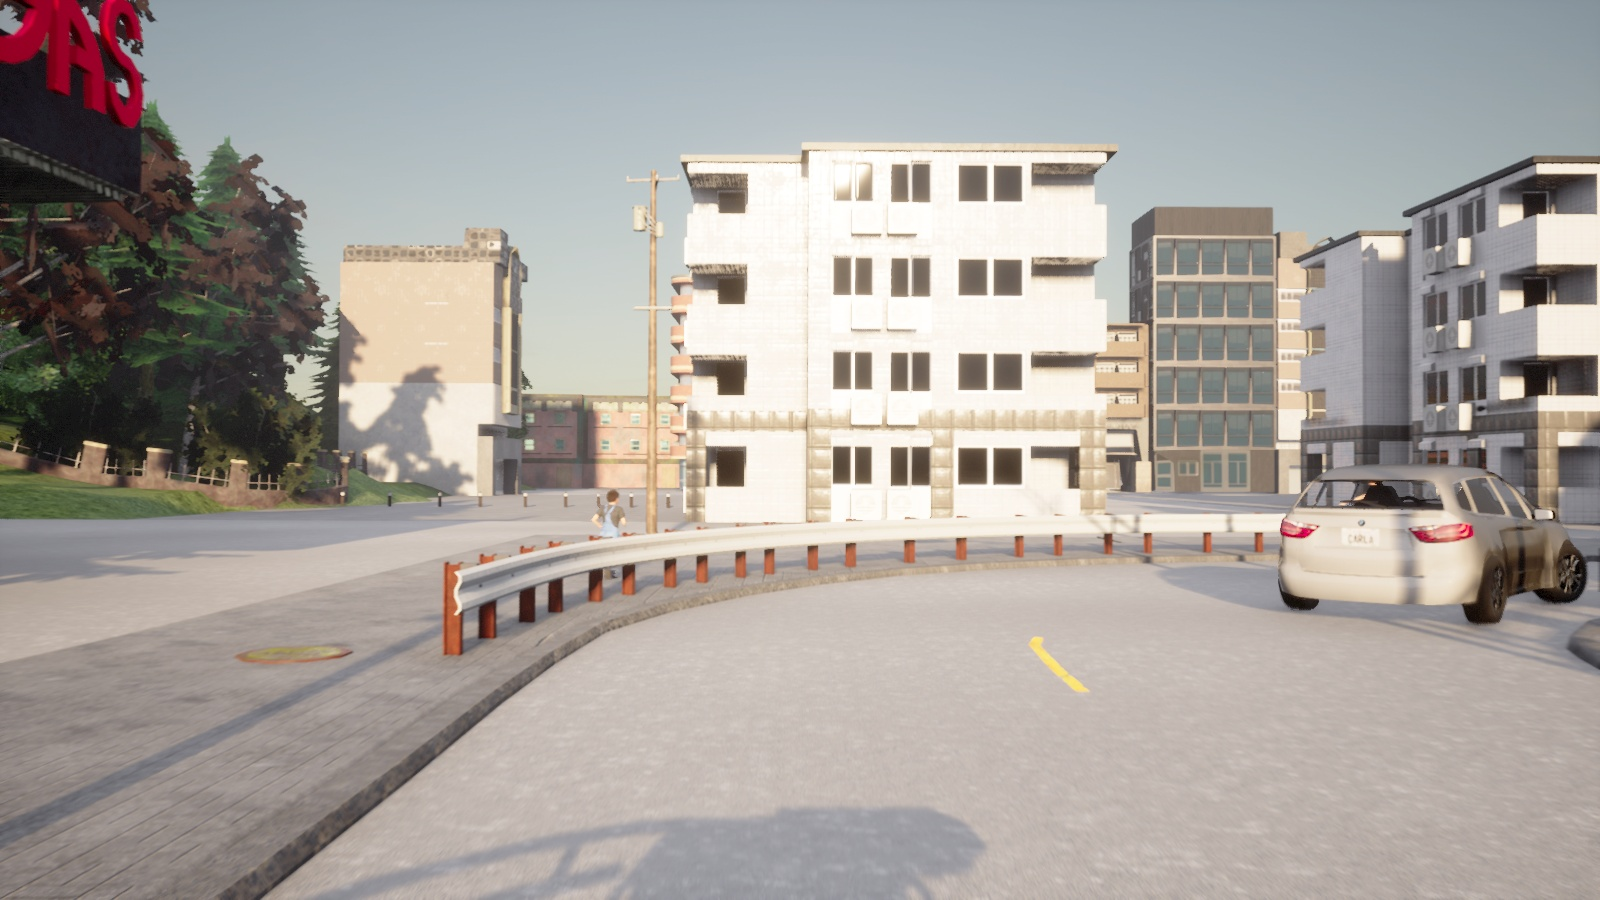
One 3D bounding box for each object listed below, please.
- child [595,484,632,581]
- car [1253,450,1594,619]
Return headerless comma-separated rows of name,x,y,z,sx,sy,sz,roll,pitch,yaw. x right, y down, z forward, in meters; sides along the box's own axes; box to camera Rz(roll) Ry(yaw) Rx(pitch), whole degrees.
child,-2.492,1.095,16.790,0.270,1.263,0.437,-1,-1,30
car,7.468,0.878,14.810,2.242,1.667,4.611,-2,-2,45
